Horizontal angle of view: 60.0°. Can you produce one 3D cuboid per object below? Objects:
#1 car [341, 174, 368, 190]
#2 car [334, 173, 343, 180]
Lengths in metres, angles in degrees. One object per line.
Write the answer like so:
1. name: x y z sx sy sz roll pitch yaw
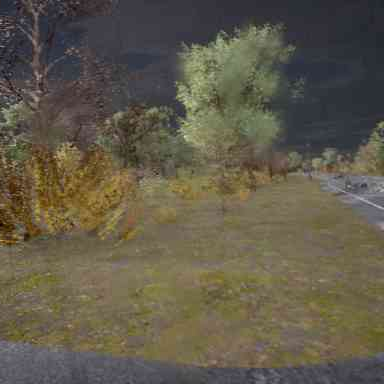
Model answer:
1. car: 18.255 -1.087 37.133 1.837 1.490 4.892 -4 2 17
2. car: 30.388 -3.230 68.729 1.895 1.301 4.718 -4 2 23
